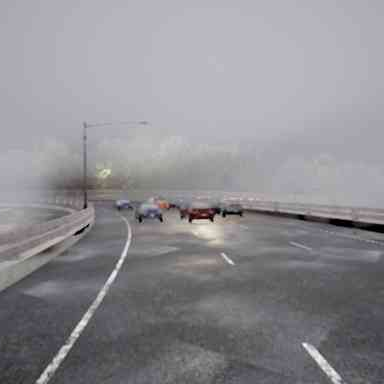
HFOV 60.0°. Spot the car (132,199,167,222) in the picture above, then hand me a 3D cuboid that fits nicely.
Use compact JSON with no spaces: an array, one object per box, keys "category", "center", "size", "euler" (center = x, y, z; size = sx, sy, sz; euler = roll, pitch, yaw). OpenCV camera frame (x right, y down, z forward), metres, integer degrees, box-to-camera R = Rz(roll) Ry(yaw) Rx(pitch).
[{"category":"car","center":[-3.451,1.543,26.326],"size":[1.812,1.442,4.674],"euler":[-1,0,-15]}]

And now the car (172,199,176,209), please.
[{"category":"car","center":[-1.661,1.550,42.942],"size":[1.994,1.385,4.181],"euler":[-1,0,-22]}]

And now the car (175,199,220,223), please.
[{"category":"car","center":[0.292,1.454,25.801],"size":[1.882,1.535,5.008],"euler":[-1,0,-13]}]

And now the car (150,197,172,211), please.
[{"category":"car","center":[-4.373,1.368,40.276],"size":[2.097,1.767,4.553],"euler":[-1,0,-21]}]

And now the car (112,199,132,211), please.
[{"category":"car","center":[-8.623,1.587,41.417],"size":[1.812,1.442,4.674],"euler":[-1,0,-23]}]

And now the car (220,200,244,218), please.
[{"category":"car","center":[2.925,1.437,29.614],"size":[2.128,1.511,4.902],"euler":[-1,0,-17]}]
